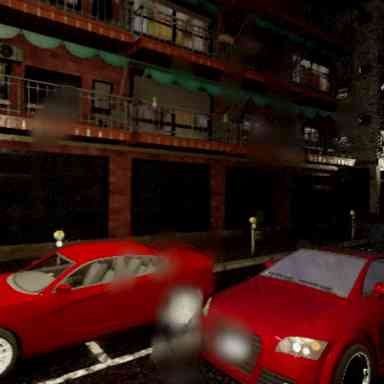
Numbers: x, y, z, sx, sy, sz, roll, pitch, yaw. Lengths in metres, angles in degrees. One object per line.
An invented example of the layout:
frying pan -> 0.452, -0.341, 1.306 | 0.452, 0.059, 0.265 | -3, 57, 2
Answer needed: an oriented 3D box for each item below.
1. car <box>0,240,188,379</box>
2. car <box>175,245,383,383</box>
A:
car -> -1.657, 1.535, 5.361 | 4.507, 1.381, 1.887 | 0, 1, -35
car -> 2.089, 1.537, 4.868 | 4.181, 1.385, 1.994 | 0, 0, -35
